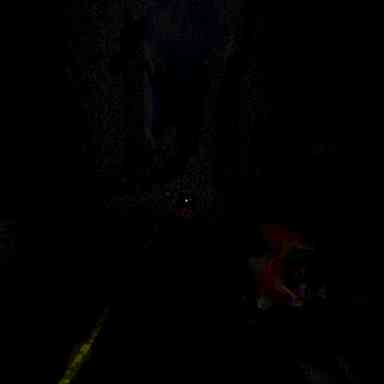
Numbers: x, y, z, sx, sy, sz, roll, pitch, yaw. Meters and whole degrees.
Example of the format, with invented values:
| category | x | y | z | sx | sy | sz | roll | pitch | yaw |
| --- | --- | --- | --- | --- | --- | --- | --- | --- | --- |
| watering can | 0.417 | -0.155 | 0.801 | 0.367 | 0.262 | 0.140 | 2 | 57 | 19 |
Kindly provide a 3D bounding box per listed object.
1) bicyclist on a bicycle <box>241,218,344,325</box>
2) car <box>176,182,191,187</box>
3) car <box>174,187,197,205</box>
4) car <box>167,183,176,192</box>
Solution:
| category | x | y | z | sx | sy | sz | roll | pitch | yaw |
| --- | --- | --- | --- | --- | --- | --- | --- | --- | --- |
| bicyclist on a bicycle | 1.490 | 1.203 | 5.159 | 1.656 | 1.620 | 0.582 | -10 | 2 | -1 |
| car | -0.847 | -0.103 | 47.396 | 2.097 | 1.767 | 4.553 | 0 | 2 | -1 |
| car | -0.566 | 0.494 | 33.612 | 1.837 | 1.490 | 4.892 | 0 | 2 | -1 |
| car | -4.154 | -0.617 | 69.657 | 1.895 | 1.301 | 4.718 | 0 | 2 | -1 |
